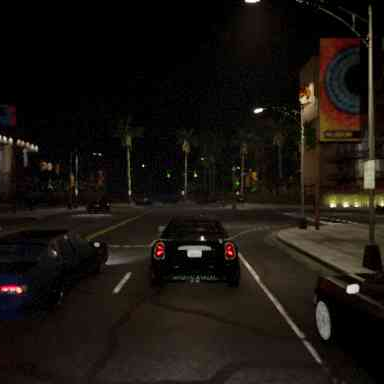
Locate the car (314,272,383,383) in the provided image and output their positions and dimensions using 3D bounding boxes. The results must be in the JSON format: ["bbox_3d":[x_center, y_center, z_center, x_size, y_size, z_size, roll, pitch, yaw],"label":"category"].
[{"bbox_3d":[2.897,1.499,3.392,2.097,1.535,5.008,0,0,0],"label":"car"}]

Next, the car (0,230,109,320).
[{"bbox_3d":[-3.436,1.591,7.705,2.033,1.411,5.357,0,0,0],"label":"car"}]

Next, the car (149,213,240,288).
[{"bbox_3d":[0.070,1.405,9.524,2.097,1.767,4.553,0,0,0],"label":"car"}]

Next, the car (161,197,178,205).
[{"bbox_3d":[-4.684,1.890,70.748,1.837,1.490,4.892,0,0,26],"label":"car"}]

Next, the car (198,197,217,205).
[{"bbox_3d":[2.869,1.945,69.132,1.994,1.385,4.181,0,0,31],"label":"car"}]

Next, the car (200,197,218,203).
[{"bbox_3d":[4.316,1.978,82.377,4.674,1.442,1.812,0,0,-43],"label":"car"}]

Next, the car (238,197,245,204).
[{"bbox_3d":[12.500,1.942,75.616,4.902,1.511,2.128,0,0,-40],"label":"car"}]

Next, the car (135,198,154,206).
[{"bbox_3d":[-8.607,1.884,60.886,2.033,1.411,5.357,0,0,16],"label":"car"}]

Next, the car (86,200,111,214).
[{"bbox_3d":[-10.602,1.717,38.032,1.837,1.490,4.892,0,-1,1],"label":"car"}]

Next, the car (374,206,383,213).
[{"bbox_3d":[23.366,1.808,37.657,4.718,1.301,1.895,0,0,-1],"label":"car"}]
